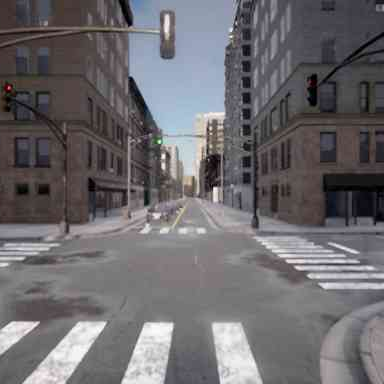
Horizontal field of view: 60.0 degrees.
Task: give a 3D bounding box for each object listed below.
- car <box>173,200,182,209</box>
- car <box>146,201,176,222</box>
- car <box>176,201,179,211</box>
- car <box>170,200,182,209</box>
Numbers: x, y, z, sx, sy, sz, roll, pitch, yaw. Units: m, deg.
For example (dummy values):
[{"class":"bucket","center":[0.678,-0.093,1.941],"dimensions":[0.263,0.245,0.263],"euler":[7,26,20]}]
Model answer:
[{"class":"car","center":[-2.806,2.013,48.133],"dimensions":[1.812,1.442,4.674],"euler":[0,-1,0]},{"class":"car","center":[-2.834,1.776,29.064],"dimensions":[2.128,1.511,4.902],"euler":[0,-1,0]},{"class":"car","center":[-2.821,1.981,38.256],"dimensions":[1.895,1.301,4.718],"euler":[0,-1,0]},{"class":"car","center":[-2.752,2.128,58.403],"dimensions":[1.812,1.442,4.674],"euler":[0,-1,0]}]
